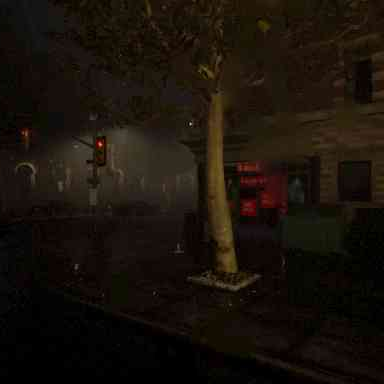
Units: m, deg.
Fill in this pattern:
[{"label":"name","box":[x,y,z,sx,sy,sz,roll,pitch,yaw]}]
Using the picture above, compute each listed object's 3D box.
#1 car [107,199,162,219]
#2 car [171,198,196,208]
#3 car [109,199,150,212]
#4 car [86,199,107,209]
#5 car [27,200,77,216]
[{"label":"car","box":[-4.799,1.477,29.710,1.882,1.535,5.008,0,0,36]},{"label":"car","box":[-1.368,1.547,48.282,2.033,1.411,5.357,0,0,36]},{"label":"car","box":[-7.440,1.601,40.004,1.895,1.301,4.718,0,0,36]},{"label":"car","box":[-11.918,1.595,45.144,1.895,1.301,4.718,0,0,36]},{"label":"car","box":[-13.334,1.526,31.926,1.812,1.442,4.674,0,0,36]}]
